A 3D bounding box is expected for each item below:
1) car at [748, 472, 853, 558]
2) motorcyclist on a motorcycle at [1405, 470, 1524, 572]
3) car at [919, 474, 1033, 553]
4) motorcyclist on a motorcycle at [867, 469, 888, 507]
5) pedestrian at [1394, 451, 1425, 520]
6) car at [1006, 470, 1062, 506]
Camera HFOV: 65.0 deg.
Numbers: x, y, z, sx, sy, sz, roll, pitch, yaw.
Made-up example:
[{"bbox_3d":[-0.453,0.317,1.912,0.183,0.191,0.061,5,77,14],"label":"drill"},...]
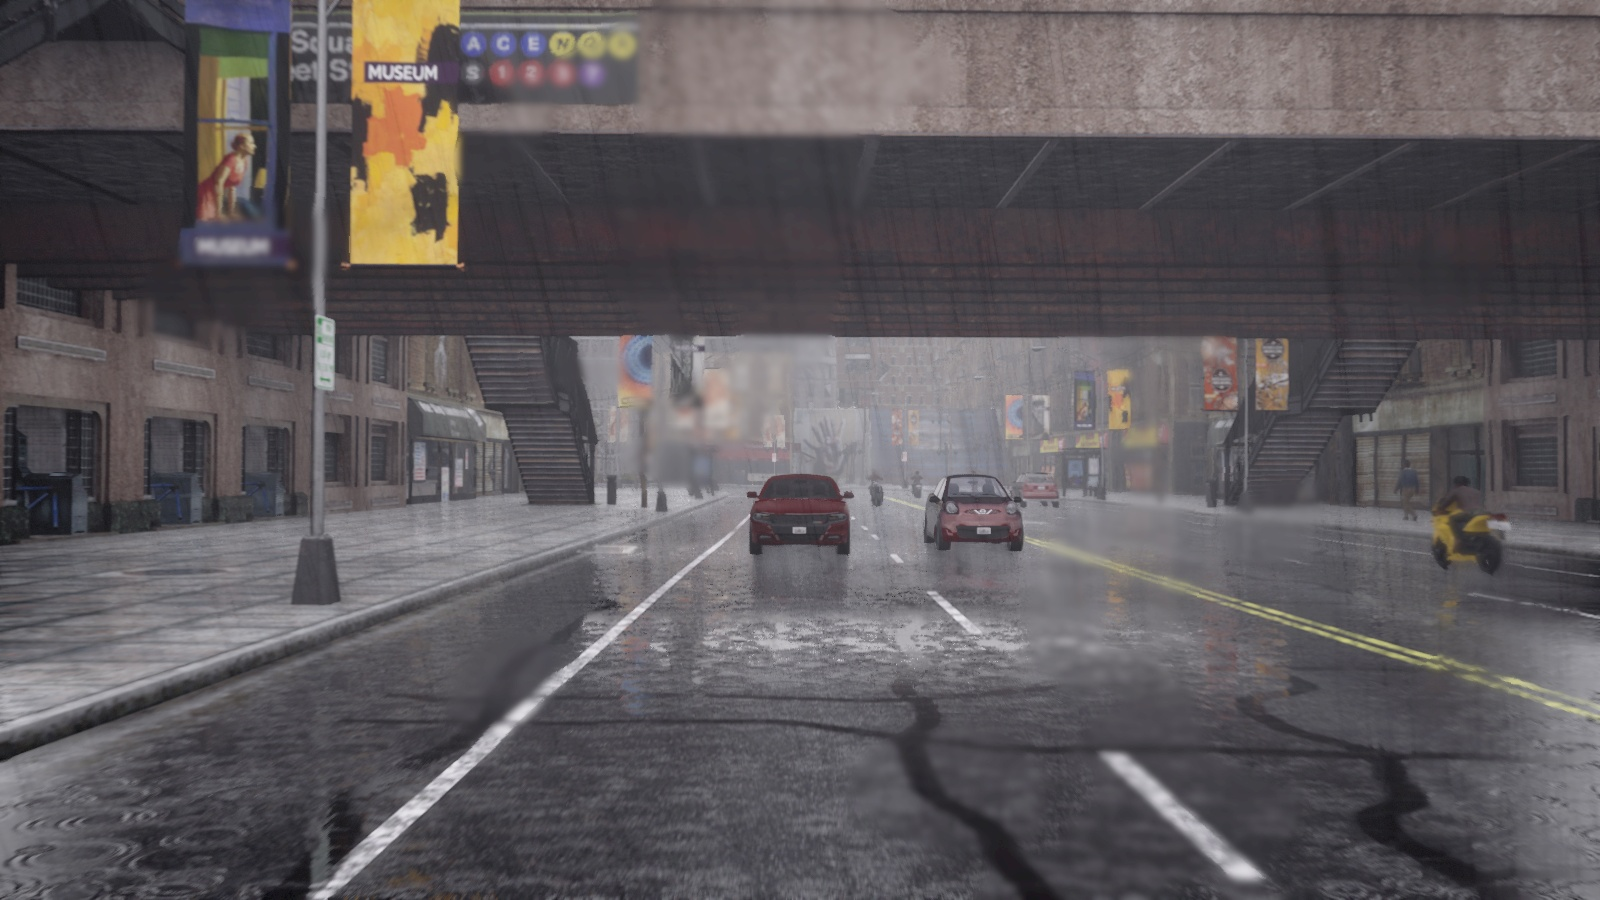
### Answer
[{"bbox_3d":[0.018,1.212,25.063,1.882,1.535,5.008,0,-1,0],"label":"car"},{"bbox_3d":[10.477,1.088,19.890,0.797,1.523,2.044,0,-1,0],"label":"motorcyclist on a motorcycle"},{"bbox_3d":[3.523,1.245,25.736,1.845,1.501,3.633,0,-1,0],"label":"car"},{"bbox_3d":[3.495,1.698,56.587,0.766,1.649,2.350,0,-1,-1],"label":"motorcyclist on a motorcycle"},{"bbox_3d":[17.464,1.004,35.979,0.423,1.949,0.788,0,-1,-7],"label":"pedestrian"},{"bbox_3d":[10.486,1.698,56.518,1.789,1.549,3.705,0,-1,0],"label":"car"}]
